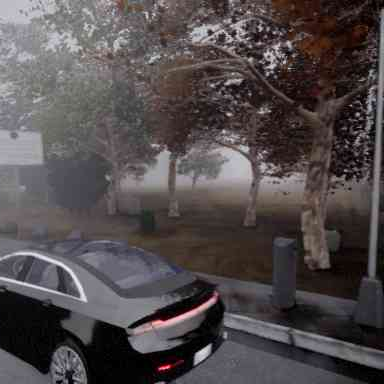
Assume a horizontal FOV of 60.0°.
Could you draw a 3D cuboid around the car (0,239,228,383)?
[{"bbox_3d":[-1.851,1.460,4.888,4.902,1.511,2.128,1,0,36],"label":"car"}]
